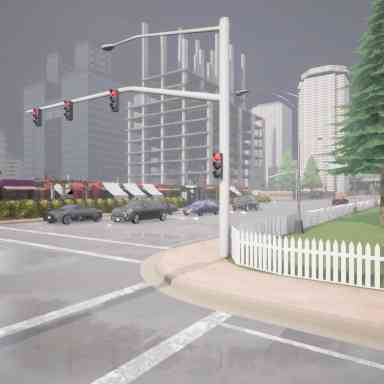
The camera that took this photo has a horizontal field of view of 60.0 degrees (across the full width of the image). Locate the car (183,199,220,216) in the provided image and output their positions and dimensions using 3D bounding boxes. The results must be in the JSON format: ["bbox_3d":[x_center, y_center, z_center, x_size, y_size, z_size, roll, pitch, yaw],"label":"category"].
[{"bbox_3d":[0.994,1.526,32.459,1.812,1.442,4.674,0,0,34],"label":"car"}]

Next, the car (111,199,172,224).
[{"bbox_3d":[-3.951,1.352,25.160,2.097,1.767,4.553,0,0,34],"label":"car"}]

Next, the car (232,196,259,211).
[{"bbox_3d":[6.623,1.505,40.790,1.837,1.490,4.892,0,0,34],"label":"car"}]

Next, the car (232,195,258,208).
[{"bbox_3d":[7.846,1.352,48.796,2.097,1.767,4.553,0,0,34],"label":"car"}]

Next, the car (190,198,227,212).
[{"bbox_3d":[2.150,1.547,40.438,2.033,1.411,5.357,0,0,34],"label":"car"}]

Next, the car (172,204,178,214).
[{"bbox_3d":[-3.488,1.547,32.098,2.033,1.411,5.357,0,0,34],"label":"car"}]

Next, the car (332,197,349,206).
[{"bbox_3d":[24.017,1.478,53.697,1.882,1.535,5.008,0,0,34],"label":"car"}]

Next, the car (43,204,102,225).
[{"bbox_3d":[-8.663,1.564,24.438,1.994,1.385,4.181,0,0,34],"label":"car"}]
